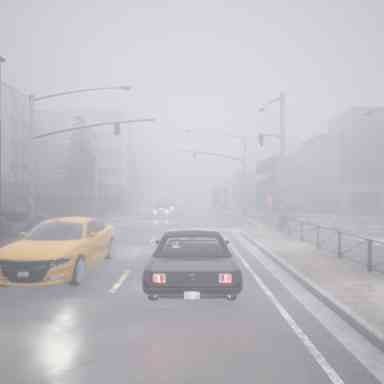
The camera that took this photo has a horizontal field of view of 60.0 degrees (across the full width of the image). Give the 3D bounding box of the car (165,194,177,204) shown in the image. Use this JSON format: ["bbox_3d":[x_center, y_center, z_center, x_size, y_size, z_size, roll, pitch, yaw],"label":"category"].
[{"bbox_3d":[-3.992,1.352,63.744,2.097,1.767,4.553,0,0,0],"label":"car"}]

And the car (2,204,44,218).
[{"bbox_3d":[-13.259,1.667,24.462,4.902,1.511,2.128,0,0,-1],"label":"car"}]

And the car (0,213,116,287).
[{"bbox_3d":[-3.577,1.477,9.566,1.882,1.535,5.008,0,0,0],"label":"car"}]

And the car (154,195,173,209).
[{"bbox_3d":[-3.905,1.505,44.310,1.837,1.490,4.892,0,0,0],"label":"car"}]

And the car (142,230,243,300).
[{"bbox_3d":[0.009,1.601,8.302,1.895,1.301,4.718,0,0,0],"label":"car"}]

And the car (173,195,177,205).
[{"bbox_3d":[-3.962,1.601,53.575,1.895,1.301,4.718,0,0,0],"label":"car"}]

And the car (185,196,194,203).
[{"bbox_3d":[-0.461,1.491,66.584,2.128,1.511,4.902,0,0,0],"label":"car"}]
